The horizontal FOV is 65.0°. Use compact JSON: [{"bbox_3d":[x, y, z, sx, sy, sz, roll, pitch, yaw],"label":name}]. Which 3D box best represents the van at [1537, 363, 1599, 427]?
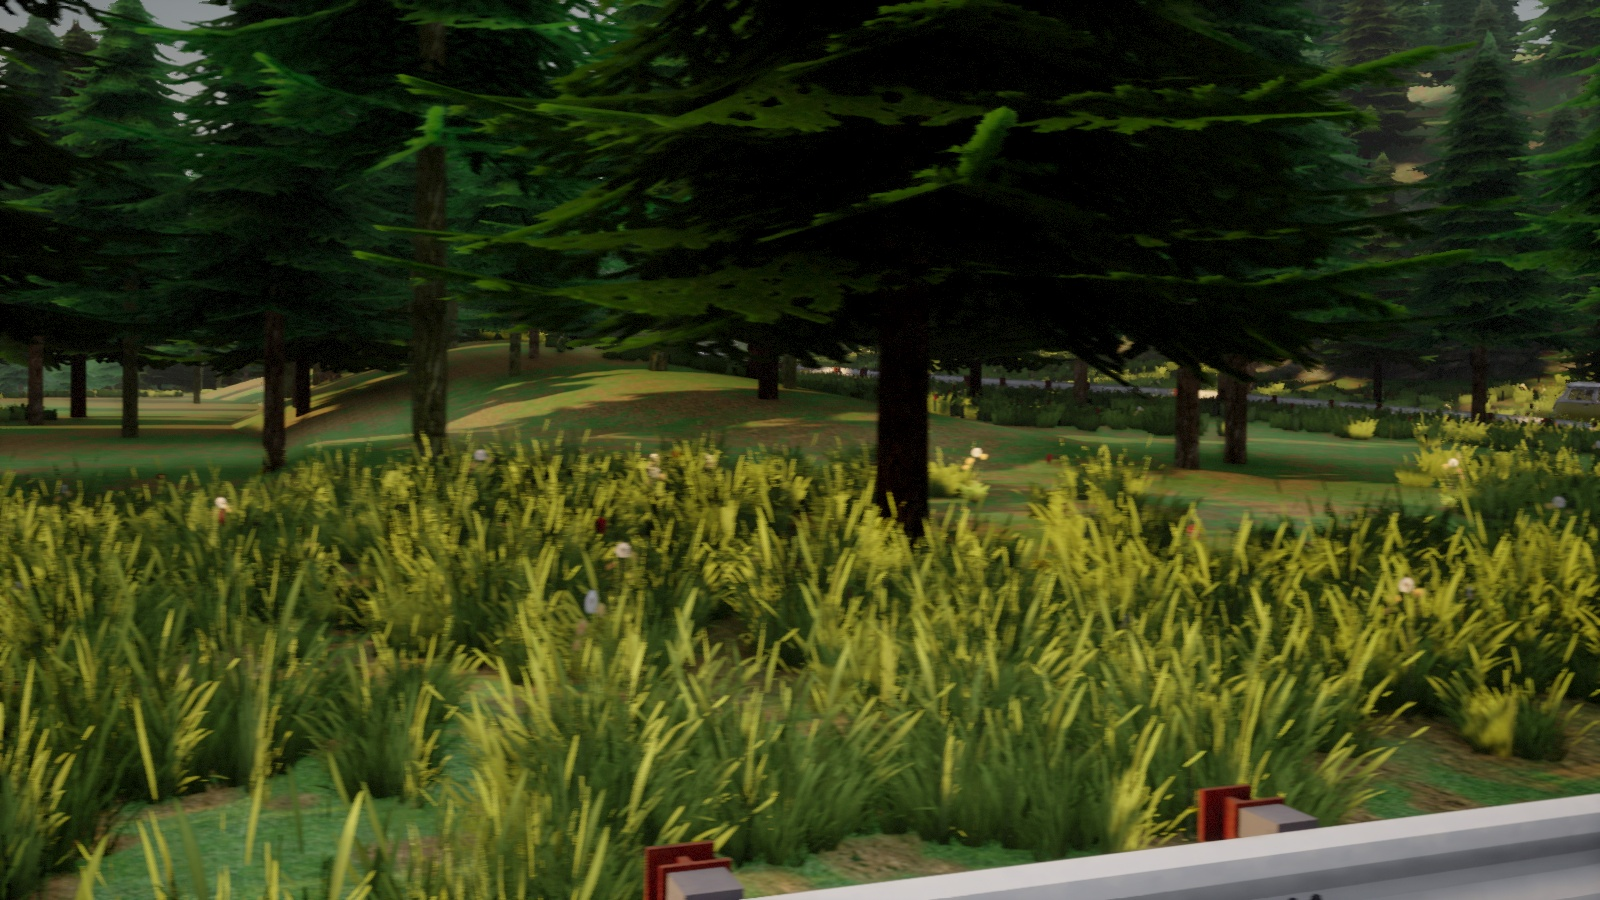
[{"bbox_3d":[26.882,-1.729,40.960,1.775,1.987,4.442,-1,5,-41],"label":"van"}]
